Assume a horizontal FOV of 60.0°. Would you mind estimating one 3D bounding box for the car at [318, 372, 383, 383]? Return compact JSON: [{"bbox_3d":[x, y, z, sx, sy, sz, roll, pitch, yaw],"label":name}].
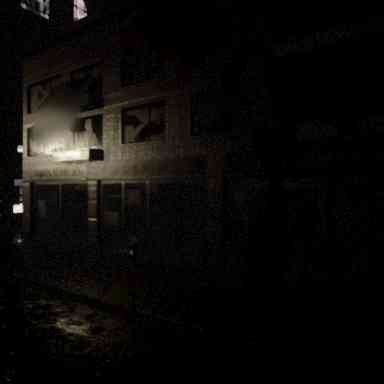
[{"bbox_3d":[2.459,1.554,1.122,4.403,1.369,2.008,0,0,36],"label":"car"}]
